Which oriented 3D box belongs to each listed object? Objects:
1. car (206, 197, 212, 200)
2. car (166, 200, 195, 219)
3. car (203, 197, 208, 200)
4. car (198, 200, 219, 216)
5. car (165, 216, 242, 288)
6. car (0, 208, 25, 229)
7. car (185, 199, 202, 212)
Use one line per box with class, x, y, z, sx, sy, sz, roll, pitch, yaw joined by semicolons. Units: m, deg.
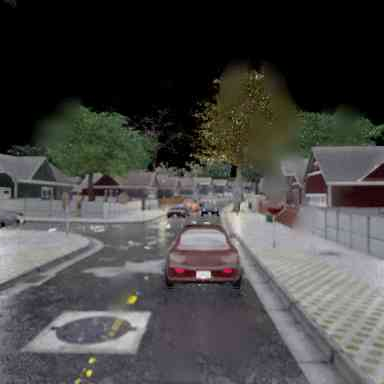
car;3.027;1.769;66.996;2.097;1.767;4.553;0;0;9
car;-1.287;1.862;33.617;2.033;1.411;5.357;0;0;6
car;0.953;1.985;53.610;1.895;1.301;4.718;0;0;8
car;2.027;1.928;36.846;1.895;1.301;4.718;0;0;4
car;0.306;1.628;9.409;1.812;1.442;4.674;0;-1;1
car;-12.766;1.465;20.333;4.902;1.511;2.128;1;-1;3
car;-0.285;1.704;43.459;2.097;1.767;4.553;0;0;6
